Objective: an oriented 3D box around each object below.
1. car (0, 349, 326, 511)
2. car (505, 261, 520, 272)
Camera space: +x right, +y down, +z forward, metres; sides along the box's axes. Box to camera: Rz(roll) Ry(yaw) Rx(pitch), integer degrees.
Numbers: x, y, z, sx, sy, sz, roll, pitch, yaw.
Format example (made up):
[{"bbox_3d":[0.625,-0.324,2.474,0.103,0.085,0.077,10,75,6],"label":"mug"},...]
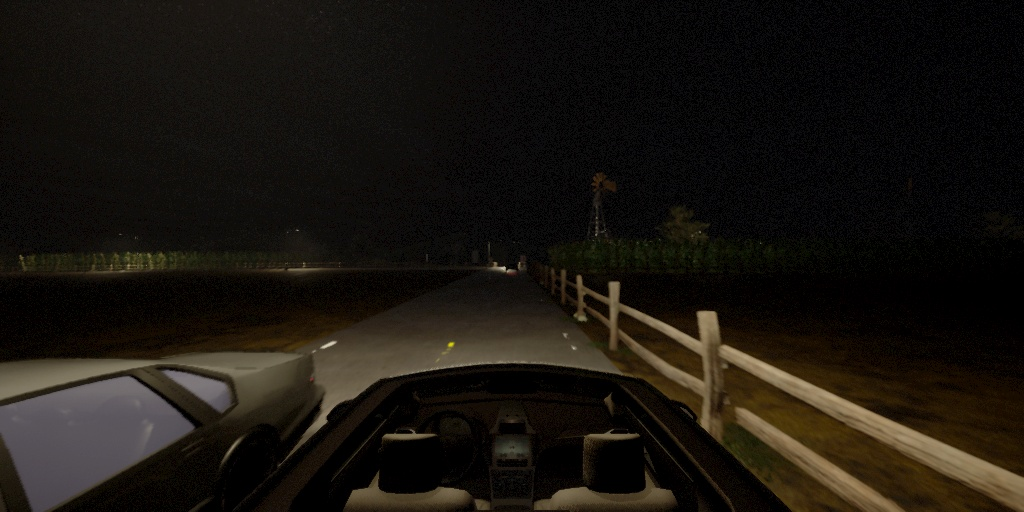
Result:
[{"bbox_3d":[-2.844,1.297,1.353,2.033,1.411,5.357,0,0,0],"label":"car"},{"bbox_3d":[0.000,1.502,51.990,1.837,1.490,4.892,0,0,0],"label":"car"}]
